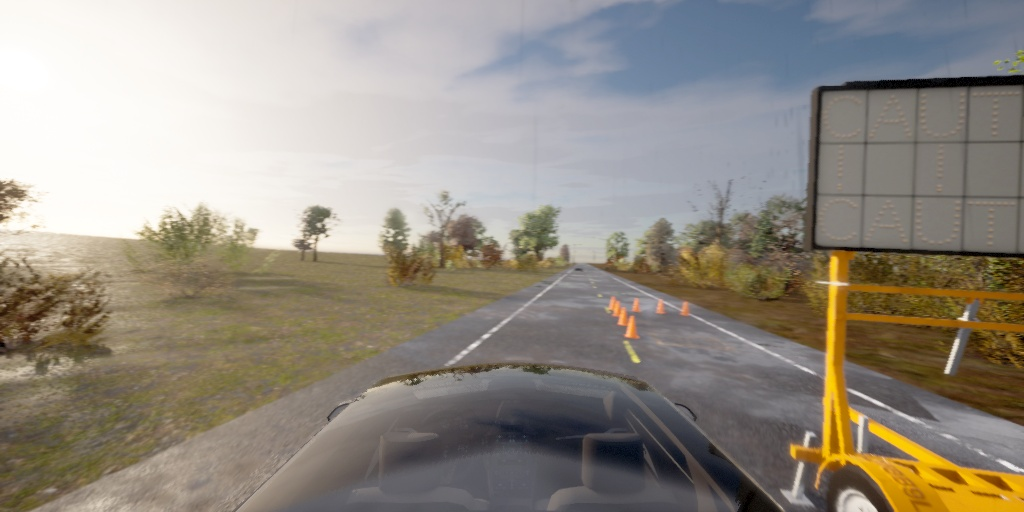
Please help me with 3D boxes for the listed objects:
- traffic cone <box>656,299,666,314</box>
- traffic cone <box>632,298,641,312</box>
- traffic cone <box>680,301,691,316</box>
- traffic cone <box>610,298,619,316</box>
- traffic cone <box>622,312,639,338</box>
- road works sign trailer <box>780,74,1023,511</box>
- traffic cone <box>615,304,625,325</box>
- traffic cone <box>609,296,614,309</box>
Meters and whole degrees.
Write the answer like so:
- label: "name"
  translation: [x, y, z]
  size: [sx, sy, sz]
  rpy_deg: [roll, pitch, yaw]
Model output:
- label: "traffic cone"
  translation: [6.441, 2.173, 15.547]
  size: [0.340, 0.580, 0.340]
  rpy_deg: [0, 0, 11]
- label: "traffic cone"
  translation: [5.460, 2.124, 15.737]
  size: [0.340, 0.580, 0.340]
  rpy_deg: [0, 0, 11]
- label: "traffic cone"
  translation: [7.421, 2.223, 15.357]
  size: [0.340, 0.580, 0.340]
  rpy_deg: [0, 0, 11]
- label: "traffic cone"
  translation: [4.101, 2.037, 13.963]
  size: [0.340, 0.580, 0.340]
  rpy_deg: [0, 0, 11]
- label: "traffic cone"
  translation: [3.344, 1.960, 10.036]
  size: [0.340, 0.580, 0.340]
  rpy_deg: [0, 0, 11]
- label: "road works sign trailer"
  translation: [3.478, 0.407, 2.882]
  size: [2.380, 3.560, 2.880]
  rpy_deg: [0, 0, 11]
- label: "traffic cone"
  translation: [3.722, 1.999, 12.000]
  size: [0.340, 0.580, 0.340]
  rpy_deg: [0, 0, 11]
- label: "traffic cone"
  translation: [4.480, 2.075, 15.927]
  size: [0.340, 0.580, 0.340]
  rpy_deg: [0, 0, 11]
